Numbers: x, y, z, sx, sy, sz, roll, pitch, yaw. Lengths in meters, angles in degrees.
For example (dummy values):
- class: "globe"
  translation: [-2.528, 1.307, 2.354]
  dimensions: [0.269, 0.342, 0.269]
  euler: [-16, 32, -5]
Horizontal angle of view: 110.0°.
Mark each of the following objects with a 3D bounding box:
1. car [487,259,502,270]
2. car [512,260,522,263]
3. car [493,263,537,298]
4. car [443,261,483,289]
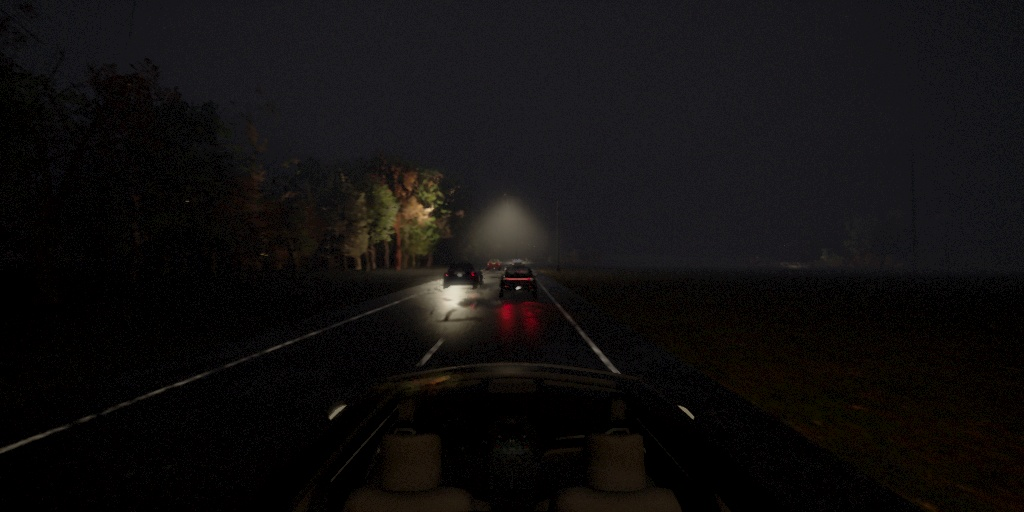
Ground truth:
- class: "car"
  translation: [-2.672, 1.258, 55.384]
  dimensions: [2.097, 1.767, 4.553]
  euler: [0, 0, 1]
- class: "car"
  translation: [0.813, 1.394, 54.304]
  dimensions: [2.128, 1.511, 4.902]
  euler: [0, 0, 1]
- class: "car"
  translation: [0.321, 1.297, 19.110]
  dimensions: [2.128, 1.511, 4.902]
  euler: [0, 0, 1]
- class: "car"
  translation: [-3.115, 1.171, 23.708]
  dimensions: [2.097, 1.767, 4.553]
  euler: [0, 0, 1]
